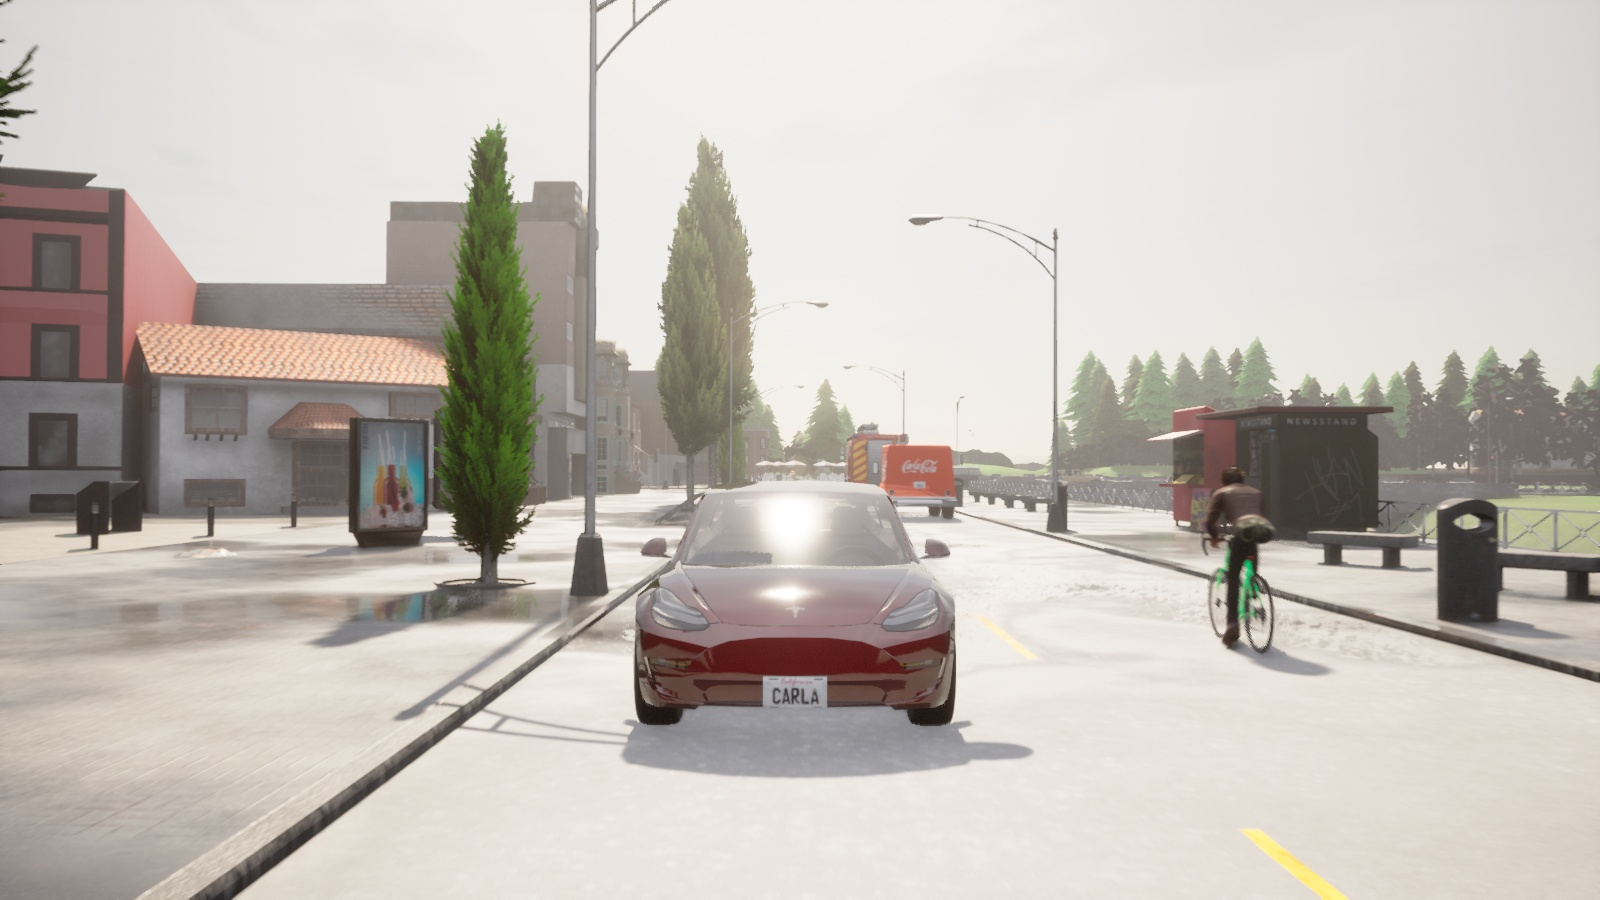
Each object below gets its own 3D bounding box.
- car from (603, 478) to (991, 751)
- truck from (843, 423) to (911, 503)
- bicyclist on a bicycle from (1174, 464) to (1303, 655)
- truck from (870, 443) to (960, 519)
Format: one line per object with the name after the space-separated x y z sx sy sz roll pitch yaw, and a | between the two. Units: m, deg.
-0.025 0.972 9.414 2.163 1.488 4.792 0 -1 0 | car
3.828 0.711 64.373 2.891 3.827 8.468 0 -1 0 | truck
3.969 0.944 11.491 0.582 1.620 1.656 0 -1 0 | bicyclist on a bicycle
3.885 1.039 43.422 2.627 2.467 5.204 0 -1 0 | truck
